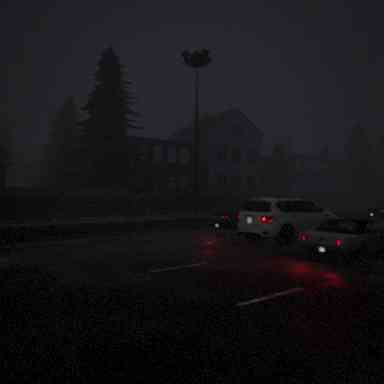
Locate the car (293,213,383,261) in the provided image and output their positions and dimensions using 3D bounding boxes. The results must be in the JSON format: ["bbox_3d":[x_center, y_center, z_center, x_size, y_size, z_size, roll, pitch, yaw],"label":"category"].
[{"bbox_3d":[6.189,1.661,12.478,4.718,1.301,1.895,0,0,-35],"label":"car"}]

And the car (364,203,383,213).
[{"bbox_3d":[16.520,1.672,28.435,4.674,1.442,1.812,0,0,-36],"label":"car"}]

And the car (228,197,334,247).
[{"bbox_3d":[4.630,1.283,15.660,5.566,2.045,2.150,1,0,-35],"label":"car"}]

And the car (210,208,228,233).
[{"bbox_3d":[3.301,1.558,19.011,4.902,1.511,2.128,0,0,-35],"label":"car"}]
